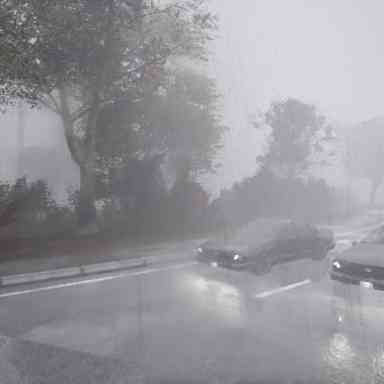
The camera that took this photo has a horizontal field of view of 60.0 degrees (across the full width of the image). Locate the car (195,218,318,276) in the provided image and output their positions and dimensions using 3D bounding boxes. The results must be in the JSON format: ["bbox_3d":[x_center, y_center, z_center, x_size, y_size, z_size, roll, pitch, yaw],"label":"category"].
[{"bbox_3d":[2.628,1.572,10.691,5.357,1.411,2.033,0,0,-40],"label":"car"}]

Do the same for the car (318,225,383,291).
[{"bbox_3d":[5.689,1.562,8.717,5.357,1.411,2.033,0,0,-41],"label":"car"}]
